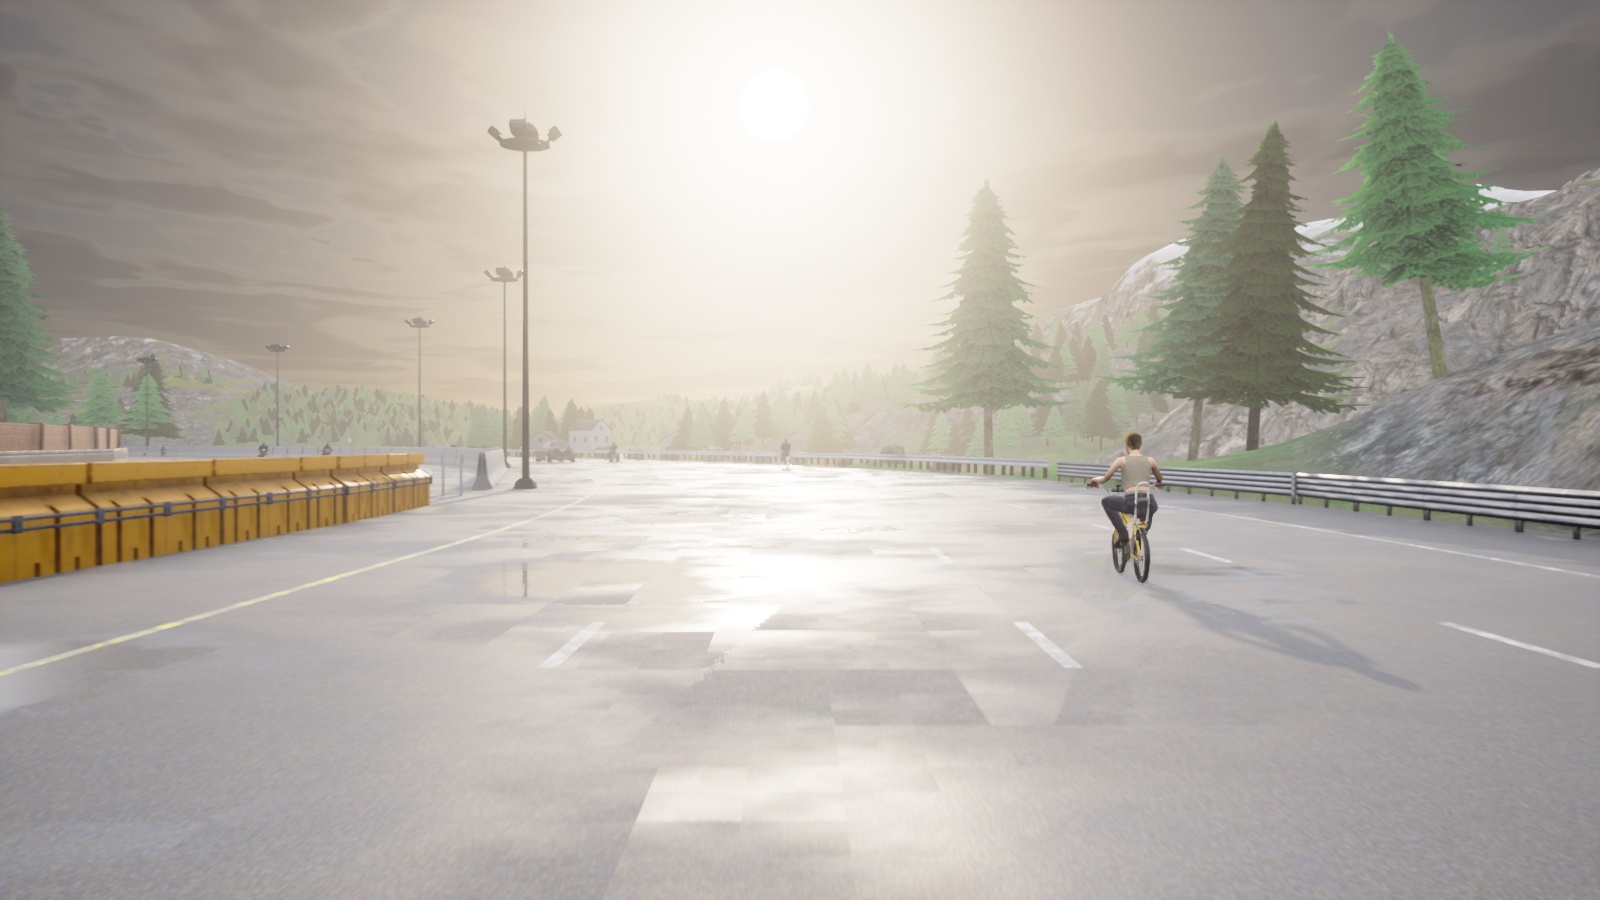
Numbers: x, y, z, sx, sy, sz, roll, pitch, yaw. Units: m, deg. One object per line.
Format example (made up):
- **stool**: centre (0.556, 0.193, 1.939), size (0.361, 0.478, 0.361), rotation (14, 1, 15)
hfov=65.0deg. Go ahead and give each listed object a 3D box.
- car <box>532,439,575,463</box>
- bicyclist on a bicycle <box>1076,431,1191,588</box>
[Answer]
- **car**: centre (-19.051, 0.044, 96.833), size (2.097, 1.767, 4.553), rotation (0, 0, -27)
- **bicyclist on a bicycle**: centre (3.593, 0.609, 13.661), size (0.866, 1.612, 1.509), rotation (0, 0, 1)
